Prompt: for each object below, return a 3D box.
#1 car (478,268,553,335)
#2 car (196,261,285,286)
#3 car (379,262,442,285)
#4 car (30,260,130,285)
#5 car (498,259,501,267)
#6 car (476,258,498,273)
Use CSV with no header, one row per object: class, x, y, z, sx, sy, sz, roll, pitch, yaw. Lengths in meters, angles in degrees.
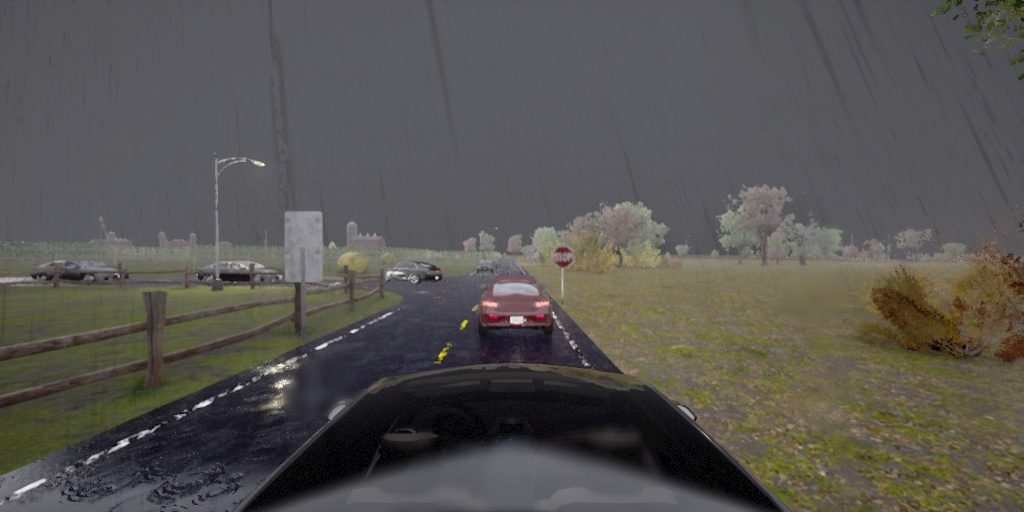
car,0.054,1.238,10.213,1.812,1.442,4.674,0,0,-1
car,-17.255,1.060,22.924,4.902,1.511,2.128,0,1,-1
car,-7.061,1.121,24.716,4.892,1.490,1.837,2,0,29
car,-27.337,0.992,22.804,4.902,1.511,2.128,0,1,-1
car,-2.896,1.168,50.591,1.895,1.301,4.718,0,0,0
car,-2.888,1.105,40.310,1.837,1.490,4.892,0,0,0
